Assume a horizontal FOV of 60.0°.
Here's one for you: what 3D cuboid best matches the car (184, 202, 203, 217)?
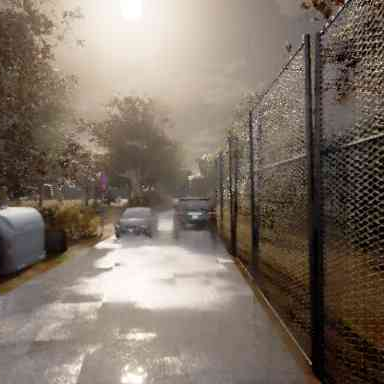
[{"bbox_3d":[0.203,1.863,36.245,1.994,1.385,4.181,0,-1,1],"label":"car"}]

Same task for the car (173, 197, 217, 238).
[{"bbox_3d":[0.120,1.282,18.272,2.150,2.045,5.566,-1,0,-1],"label":"car"}]

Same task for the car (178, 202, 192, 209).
[{"bbox_3d":[-1.173,2.388,60.208,1.895,1.301,4.718,0,-1,7],"label":"car"}]

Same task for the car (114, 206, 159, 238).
[{"bbox_3d":[-2.863,1.574,18.018,1.837,1.490,4.892,0,0,0],"label":"car"}]
